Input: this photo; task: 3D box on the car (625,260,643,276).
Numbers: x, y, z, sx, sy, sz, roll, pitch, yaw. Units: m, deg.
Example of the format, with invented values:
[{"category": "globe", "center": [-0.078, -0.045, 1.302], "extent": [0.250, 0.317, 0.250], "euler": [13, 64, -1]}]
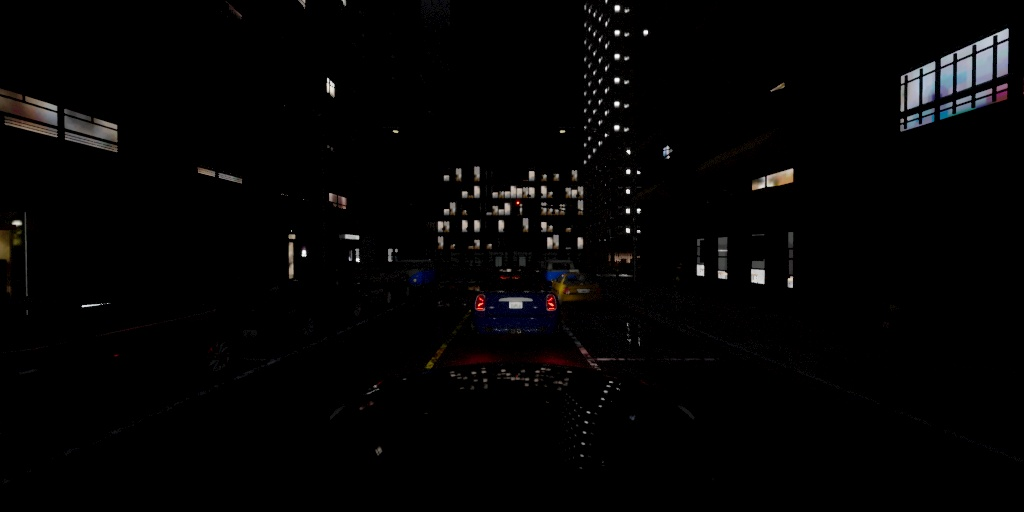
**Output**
[{"category": "car", "center": [14.674, 1.369, 37.890], "extent": [4.181, 1.385, 1.994], "euler": [0, 1, 0]}]

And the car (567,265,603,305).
[{"category": "car", "center": [2.690, 1.272, 15.716], "extent": [1.751, 1.417, 4.829], "euler": [0, 0, 0]}]

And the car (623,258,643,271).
[{"category": "car", "center": [15.232, 1.087, 40.487], "extent": [5.009, 1.841, 2.192], "euler": [0, 0, 0]}]

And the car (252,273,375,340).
[{"category": "car", "center": [-5.691, 1.314, 9.972], "extent": [1.948, 1.339, 4.313], "euler": [0, 0, 0]}]

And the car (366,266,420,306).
[{"category": "car", "center": [-5.691, 1.297, 15.574], "extent": [2.007, 1.370, 4.403], "euler": [0, 0, 0]}]

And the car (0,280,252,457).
[{"category": "car", "center": [-5.691, 1.189, 4.371], "extent": [1.967, 1.591, 4.097], "euler": [0, 0, 0]}]

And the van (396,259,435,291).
[{"category": "van", "center": [-5.692, 1.086, 21.176], "extent": [1.690, 1.789, 3.998], "euler": [0, 0, 0]}]

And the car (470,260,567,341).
[{"category": "car", "center": [0.085, 1.100, 10.014], "extent": [2.097, 1.767, 4.553], "euler": [0, 0, 0]}]

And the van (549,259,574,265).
[{"category": "van", "center": [2.689, 1.086, 21.148], "extent": [1.690, 1.789, 3.998], "euler": [0, 0, 0]}]

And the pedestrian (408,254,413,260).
[{"category": "pedestrian", "center": [-12.394, 0.635, 43.577], "extent": [0.375, 1.860, 0.375], "euler": [0, 1, 0]}]
